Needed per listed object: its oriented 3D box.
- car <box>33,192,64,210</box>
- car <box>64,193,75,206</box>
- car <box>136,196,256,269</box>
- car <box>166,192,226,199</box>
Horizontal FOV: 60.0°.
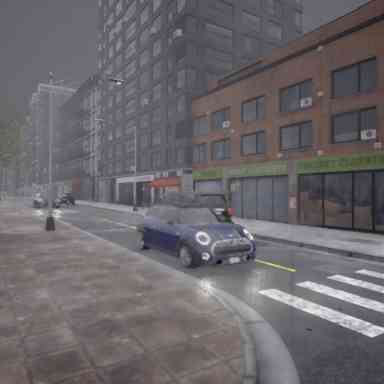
[{"bbox_3d":[-14.782,0.798,33.743,2.097,1.767,4.553,0,0,-32],"label":"car"},{"bbox_3d":[-15.574,0.912,40.398,1.837,1.490,4.892,0,0,-33],"label":"car"},{"bbox_3d":[-0.064,1.183,10.715,2.097,1.767,4.553,0,1,-33],"label":"car"},{"bbox_3d":[-0.306,0.986,16.587,2.150,2.045,5.566,0,1,-32],"label":"car"}]
